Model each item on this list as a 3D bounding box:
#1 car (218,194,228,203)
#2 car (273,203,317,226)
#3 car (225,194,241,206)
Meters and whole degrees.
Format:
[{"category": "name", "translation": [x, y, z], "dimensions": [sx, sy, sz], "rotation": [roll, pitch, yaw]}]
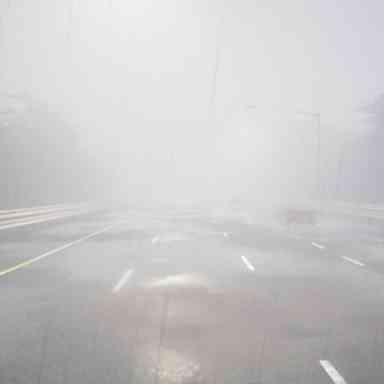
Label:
[{"category": "car", "translation": [7.166, 1.527, 71.254], "dimensions": [1.812, 1.442, 4.674], "rotation": [0, 0, 0]}, {"category": "car", "translation": [7.030, 1.497, 23.255], "dimensions": [1.882, 1.535, 5.008], "rotation": [0, 0, 0]}, {"category": "car", "translation": [7.119, 1.537, 55.724], "dimensions": [1.812, 1.442, 4.674], "rotation": [0, 0, 0]}]
